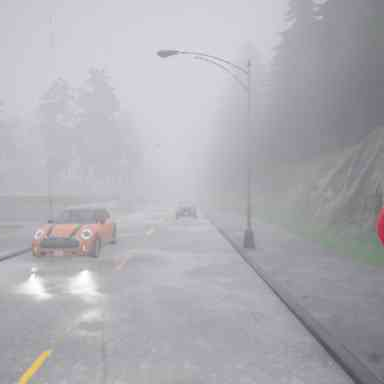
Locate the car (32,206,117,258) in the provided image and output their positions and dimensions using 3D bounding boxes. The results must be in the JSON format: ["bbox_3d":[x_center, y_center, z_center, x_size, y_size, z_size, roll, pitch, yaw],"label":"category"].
[{"bbox_3d":[-4.353,1.409,12.995,2.097,1.767,4.553,0,0,-1],"label":"car"}]

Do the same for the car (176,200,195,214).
[{"bbox_3d":[-0.766,1.718,39.496,2.033,1.411,5.357,0,0,-1],"label":"car"}]

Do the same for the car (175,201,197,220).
[{"bbox_3d":[-0.520,1.654,29.648,1.812,1.442,4.674,0,0,-1],"label":"car"}]
